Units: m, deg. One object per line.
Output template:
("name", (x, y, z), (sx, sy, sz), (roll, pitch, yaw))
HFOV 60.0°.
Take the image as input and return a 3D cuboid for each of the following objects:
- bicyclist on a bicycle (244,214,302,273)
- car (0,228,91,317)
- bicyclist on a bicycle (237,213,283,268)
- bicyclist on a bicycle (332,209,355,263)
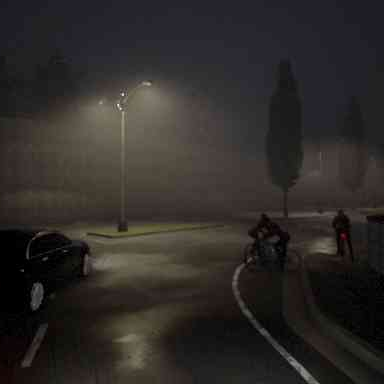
("bicyclist on a bicycle", (2.340, 1.541, 9.666), (1.656, 1.620, 0.582), (-1, -1, 7))
("car", (-3.803, 1.590, 7.627), (1.837, 1.490, 4.892), (0, 0, 0))
("bicyclist on a bicycle", (2.290, 1.554, 11.117), (1.656, 1.620, 0.582), (1, -1, -39))
("bicyclist on a bicycle", (4.806, 1.393, 10.686), (0.582, 1.620, 1.656), (0, -1, 17))
